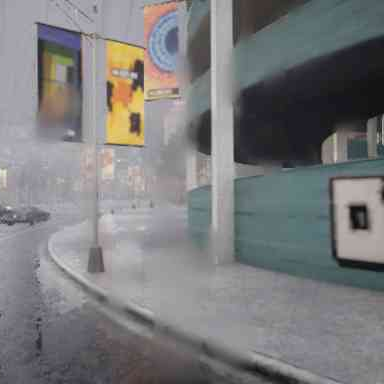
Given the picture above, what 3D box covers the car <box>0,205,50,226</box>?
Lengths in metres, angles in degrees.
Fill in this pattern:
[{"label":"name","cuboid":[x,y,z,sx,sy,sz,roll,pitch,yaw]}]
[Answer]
[{"label":"car","cuboid":[-12.902,1.866,26.290,2.033,1.411,5.357,0,-1,-6]}]
